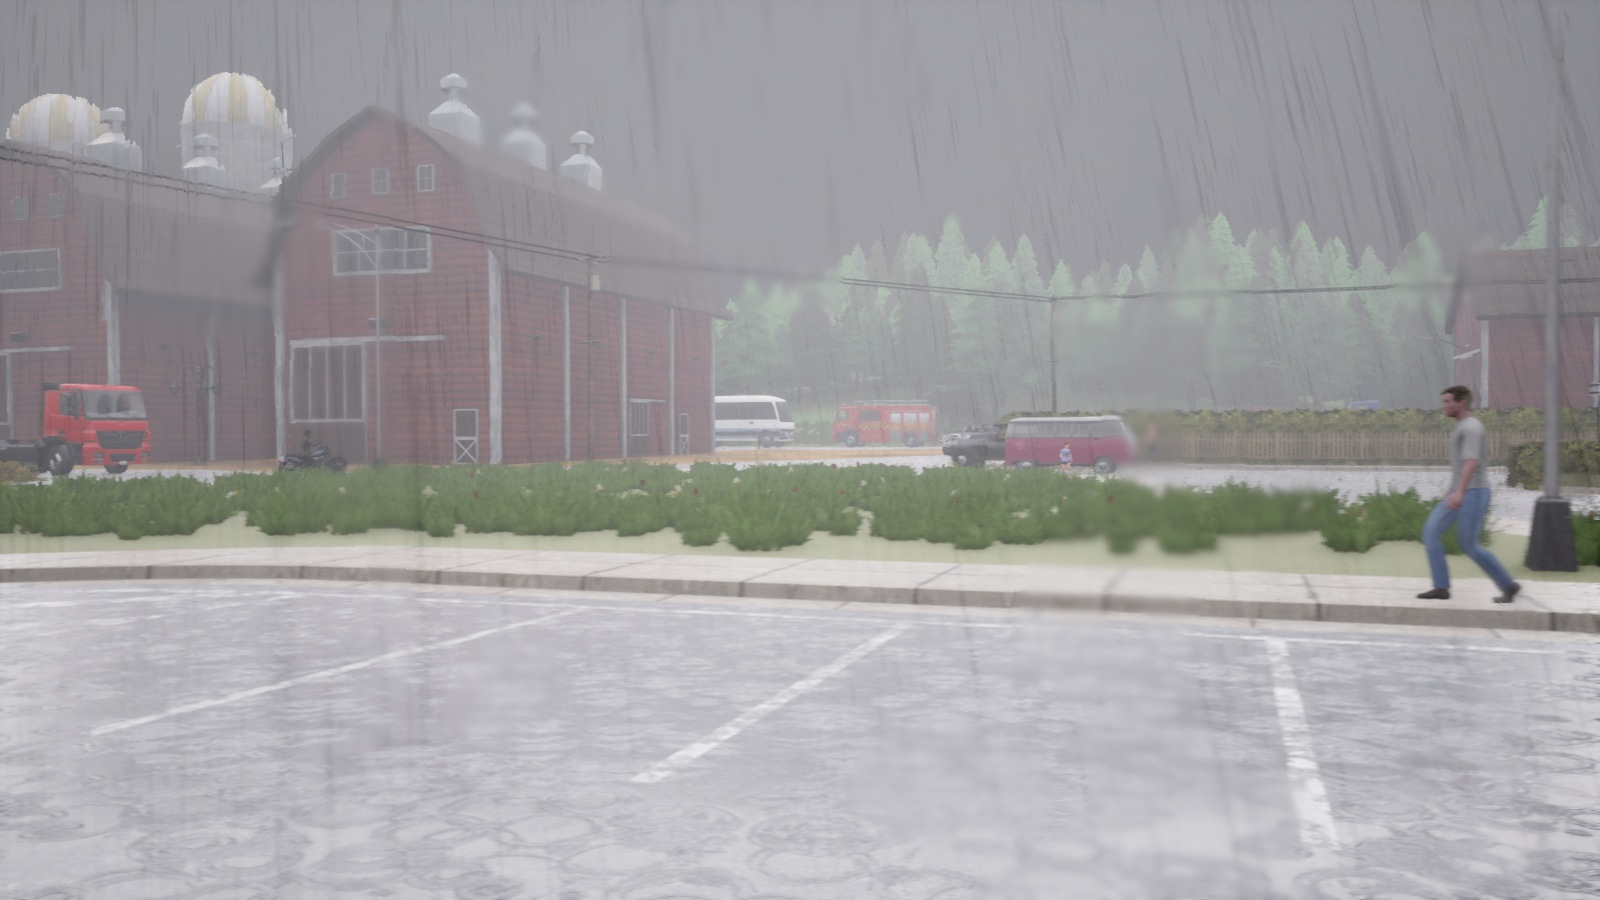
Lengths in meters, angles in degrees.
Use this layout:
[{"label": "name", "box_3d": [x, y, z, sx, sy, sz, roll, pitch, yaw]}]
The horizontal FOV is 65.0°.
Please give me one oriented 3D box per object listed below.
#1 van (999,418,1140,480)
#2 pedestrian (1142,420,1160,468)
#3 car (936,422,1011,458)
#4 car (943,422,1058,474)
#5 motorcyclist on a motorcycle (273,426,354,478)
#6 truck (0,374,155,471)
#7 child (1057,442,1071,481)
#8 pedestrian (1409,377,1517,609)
[{"label": "van", "box_3d": [9.110, -0.066, 42.419, 4.442, 1.987, 1.775, 1, 1, 21]}, {"label": "pedestrian", "box_3d": [13.584, -0.245, 48.557, 0.594, 1.836, 0.345, 1, 1, 31]}, {"label": "car", "box_3d": [9.431, -0.561, 67.902, 1.932, 1.855, 4.605, 1, 1, 39]}, {"label": "car", "box_3d": [7.478, -0.100, 46.790, 3.866, 1.878, 1.905, 1, 1, 23]}, {"label": "motorcyclist on a motorcycle", "box_3d": [-15.919, 0.038, 41.121, 0.766, 1.649, 2.350, 1, 1, 43]}, {"label": "truck", "box_3d": [-28.676, -1.024, 47.509, 7.936, 3.462, 2.891, 1, 1, 19]}, {"label": "child", "box_3d": [7.473, 0.321, 35.527, 0.255, 1.110, 0.394, 0, 1, -7]}, {"label": "pedestrian", "box_3d": [5.380, 0.339, 10.210, 0.706, 1.836, 0.354, 1, 1, 18]}]
